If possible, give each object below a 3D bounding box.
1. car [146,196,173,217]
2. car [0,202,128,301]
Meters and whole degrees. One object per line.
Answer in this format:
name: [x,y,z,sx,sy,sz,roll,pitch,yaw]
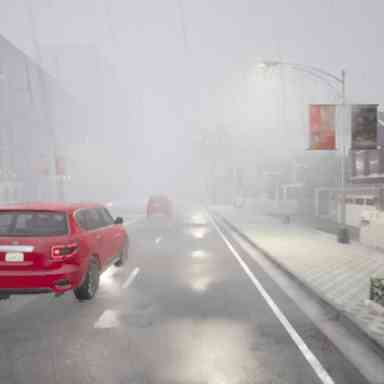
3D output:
car: [-3.162,1.366,32.778,2.150,2.045,5.566,0,0,0]
car: [-3.150,1.263,8.594,2.150,2.045,5.566,0,0,0]
